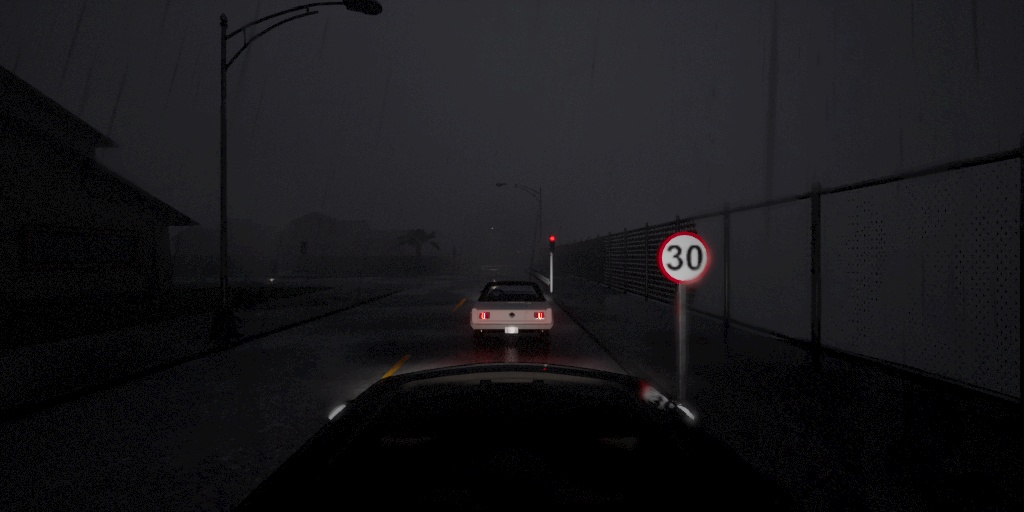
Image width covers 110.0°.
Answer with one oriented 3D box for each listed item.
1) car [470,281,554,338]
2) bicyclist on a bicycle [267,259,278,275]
[{"bbox_3d":[-0.002,1.351,10.163,1.895,1.301,4.718,0,0,0],"label":"car"},{"bbox_3d":[-24.324,1.099,36.471,0.582,1.620,1.656,0,0,0],"label":"bicyclist on a bicycle"}]
